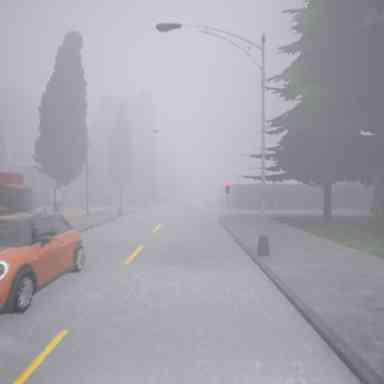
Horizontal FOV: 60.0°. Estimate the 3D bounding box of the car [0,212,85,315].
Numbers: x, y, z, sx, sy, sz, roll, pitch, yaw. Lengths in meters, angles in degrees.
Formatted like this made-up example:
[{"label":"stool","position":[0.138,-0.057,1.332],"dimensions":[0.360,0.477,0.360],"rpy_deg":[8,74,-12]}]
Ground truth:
[{"label":"car","position":[-4.097,1.334,7.534],"dimensions":[2.097,1.767,4.553],"rpy_deg":[0,0,0]}]
